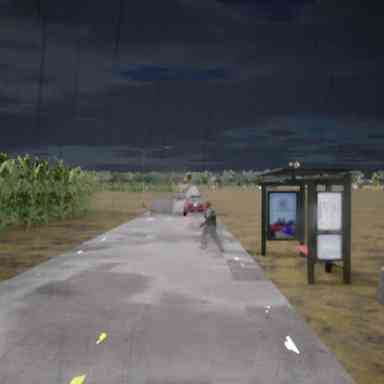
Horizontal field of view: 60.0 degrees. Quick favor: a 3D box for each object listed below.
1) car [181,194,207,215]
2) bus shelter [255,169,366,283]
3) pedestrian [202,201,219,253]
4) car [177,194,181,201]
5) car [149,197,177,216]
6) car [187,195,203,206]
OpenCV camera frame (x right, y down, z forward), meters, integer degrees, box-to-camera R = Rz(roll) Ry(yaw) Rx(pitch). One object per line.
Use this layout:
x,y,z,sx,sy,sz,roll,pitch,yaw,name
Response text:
0.327,1.133,30.406,2.097,1.767,4.553,0,0,1,car
3.207,0.798,9.917,1.920,2.740,3.880,0,0,0,bus shelter
0.648,1.204,11.702,0.375,1.860,0.375,0,0,0,pedestrian
-2.179,1.071,69.773,1.994,1.385,4.181,0,0,0,car
-2.607,1.299,29.408,1.837,1.490,4.892,0,0,1,car
0.467,1.170,47.247,2.128,1.511,4.902,0,0,1,car
